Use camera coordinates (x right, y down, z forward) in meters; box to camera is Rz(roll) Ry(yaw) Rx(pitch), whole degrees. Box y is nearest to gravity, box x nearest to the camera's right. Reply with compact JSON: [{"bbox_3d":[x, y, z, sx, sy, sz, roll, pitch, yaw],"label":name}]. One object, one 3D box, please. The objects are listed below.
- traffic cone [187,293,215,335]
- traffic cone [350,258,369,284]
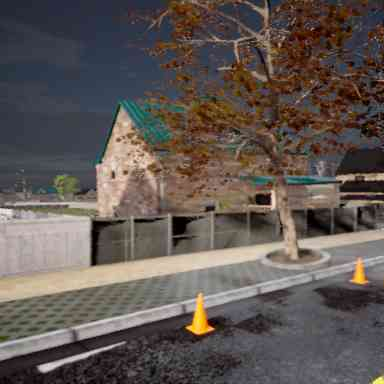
[{"bbox_3d":[0.142,1.960,5.475,0.340,0.580,0.340,0,0,-36],"label":"traffic cone"},{"bbox_3d":[4.221,1.964,8.381,0.340,0.580,0.340,0,0,-36],"label":"traffic cone"}]
